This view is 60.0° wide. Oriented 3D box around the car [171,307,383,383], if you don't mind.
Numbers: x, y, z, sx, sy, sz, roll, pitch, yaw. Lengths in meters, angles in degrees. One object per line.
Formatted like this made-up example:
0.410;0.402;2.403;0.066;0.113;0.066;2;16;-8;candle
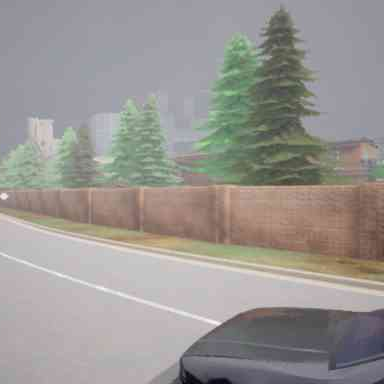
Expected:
2.408;1.566;2.302;5.357;1.411;2.033;0;0;36;car
